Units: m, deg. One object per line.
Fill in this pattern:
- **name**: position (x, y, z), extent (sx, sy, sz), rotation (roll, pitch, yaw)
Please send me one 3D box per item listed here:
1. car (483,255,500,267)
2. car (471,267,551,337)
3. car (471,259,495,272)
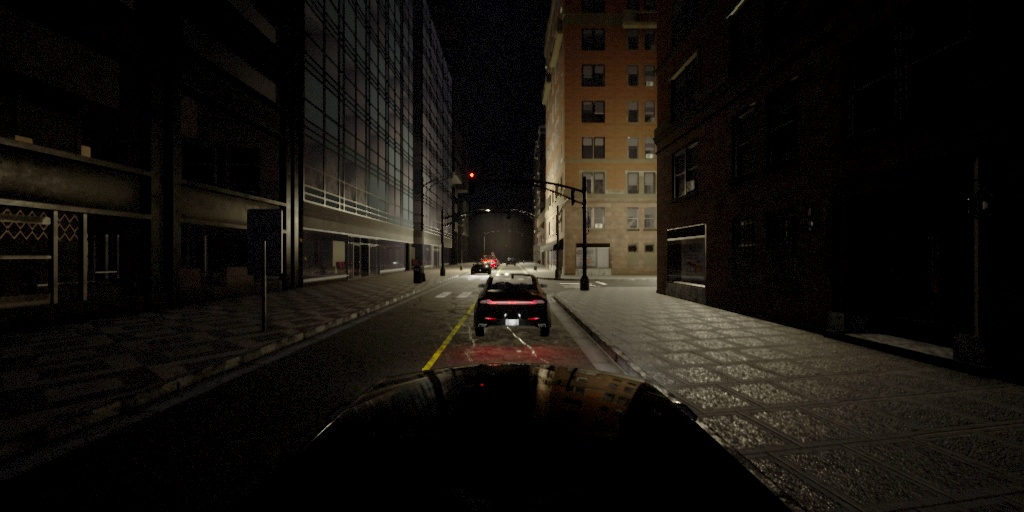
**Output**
- **car**: position (-3.233, 0.929, 51.335), extent (2.150, 2.045, 5.566), rotation (0, 0, 0)
- **car**: position (0.016, 1.238, 10.285), extent (2.128, 1.511, 4.902), rotation (0, 0, 0)
- **car**: position (-3.211, 1.285, 38.158), extent (1.994, 1.385, 4.181), rotation (0, 0, 0)
